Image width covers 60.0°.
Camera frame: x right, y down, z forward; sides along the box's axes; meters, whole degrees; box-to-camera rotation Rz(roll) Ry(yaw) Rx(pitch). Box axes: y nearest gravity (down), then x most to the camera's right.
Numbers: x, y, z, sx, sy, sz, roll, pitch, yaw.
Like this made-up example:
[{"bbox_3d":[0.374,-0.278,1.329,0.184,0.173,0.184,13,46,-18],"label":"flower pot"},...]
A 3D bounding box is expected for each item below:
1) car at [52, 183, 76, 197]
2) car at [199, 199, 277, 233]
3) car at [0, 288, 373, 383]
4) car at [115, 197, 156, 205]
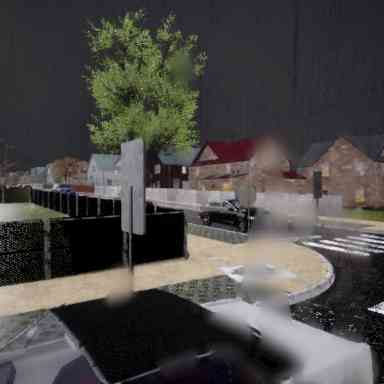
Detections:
[{"bbox_3d":[-17.918,-0.196,46.495,2.150,2.045,5.566,0,2,-35],"label":"car"},{"bbox_3d":[2.271,1.136,17.418,2.128,1.511,4.902,0,2,-33],"label":"car"},{"bbox_3d":[-0.744,1.603,2.418,4.718,1.301,1.895,0,0,-36],"label":"car"},{"bbox_3d":[-4.817,0.868,27.641,1.895,1.301,4.718,0,2,-35],"label":"car"}]
